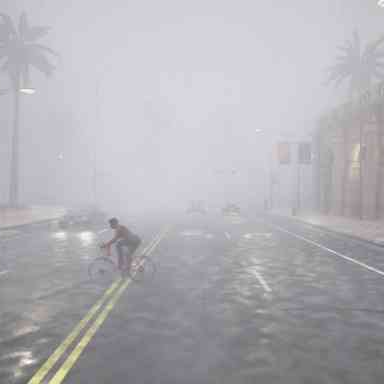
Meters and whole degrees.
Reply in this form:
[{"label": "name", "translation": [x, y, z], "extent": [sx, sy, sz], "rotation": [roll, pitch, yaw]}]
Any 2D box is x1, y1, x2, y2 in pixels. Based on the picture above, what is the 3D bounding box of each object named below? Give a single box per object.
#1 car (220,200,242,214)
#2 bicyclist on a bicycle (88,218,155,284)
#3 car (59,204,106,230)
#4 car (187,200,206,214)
[{"label": "car", "translation": [3.970, 1.526, 34.847], "extent": [1.812, 1.442, 4.674], "rotation": [0, 0, 2]}, {"label": "bicyclist on a bicycle", "translation": [-1.734, 1.455, 8.125], "extent": [1.656, 1.620, 0.582], "rotation": [-2, 0, 0]}, {"label": "car", "translation": [-6.881, 1.525, 21.424], "extent": [1.812, 1.442, 4.674], "rotation": [0, 0, 1]}, {"label": "car", "translation": [0.436, 1.547, 34.867], "extent": [2.033, 1.411, 5.357], "rotation": [0, 0, 1]}]
